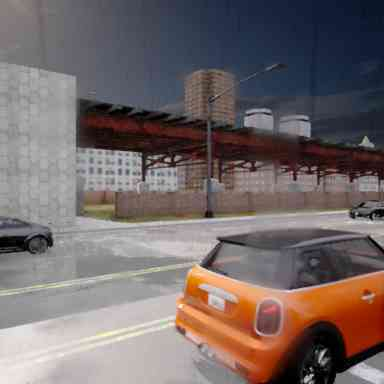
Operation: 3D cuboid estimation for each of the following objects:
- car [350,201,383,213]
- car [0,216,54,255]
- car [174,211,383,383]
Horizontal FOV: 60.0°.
[{"bbox_3d":[14.853,1.504,27.442,4.892,1.490,1.837,0,0,-35],"label":"car"},{"bbox_3d":[-7.162,1.564,11.782,4.181,1.385,1.994,0,0,-35],"label":"car"},{"bbox_3d":[2.052,1.351,5.205,4.553,1.767,2.097,0,0,-34],"label":"car"}]
